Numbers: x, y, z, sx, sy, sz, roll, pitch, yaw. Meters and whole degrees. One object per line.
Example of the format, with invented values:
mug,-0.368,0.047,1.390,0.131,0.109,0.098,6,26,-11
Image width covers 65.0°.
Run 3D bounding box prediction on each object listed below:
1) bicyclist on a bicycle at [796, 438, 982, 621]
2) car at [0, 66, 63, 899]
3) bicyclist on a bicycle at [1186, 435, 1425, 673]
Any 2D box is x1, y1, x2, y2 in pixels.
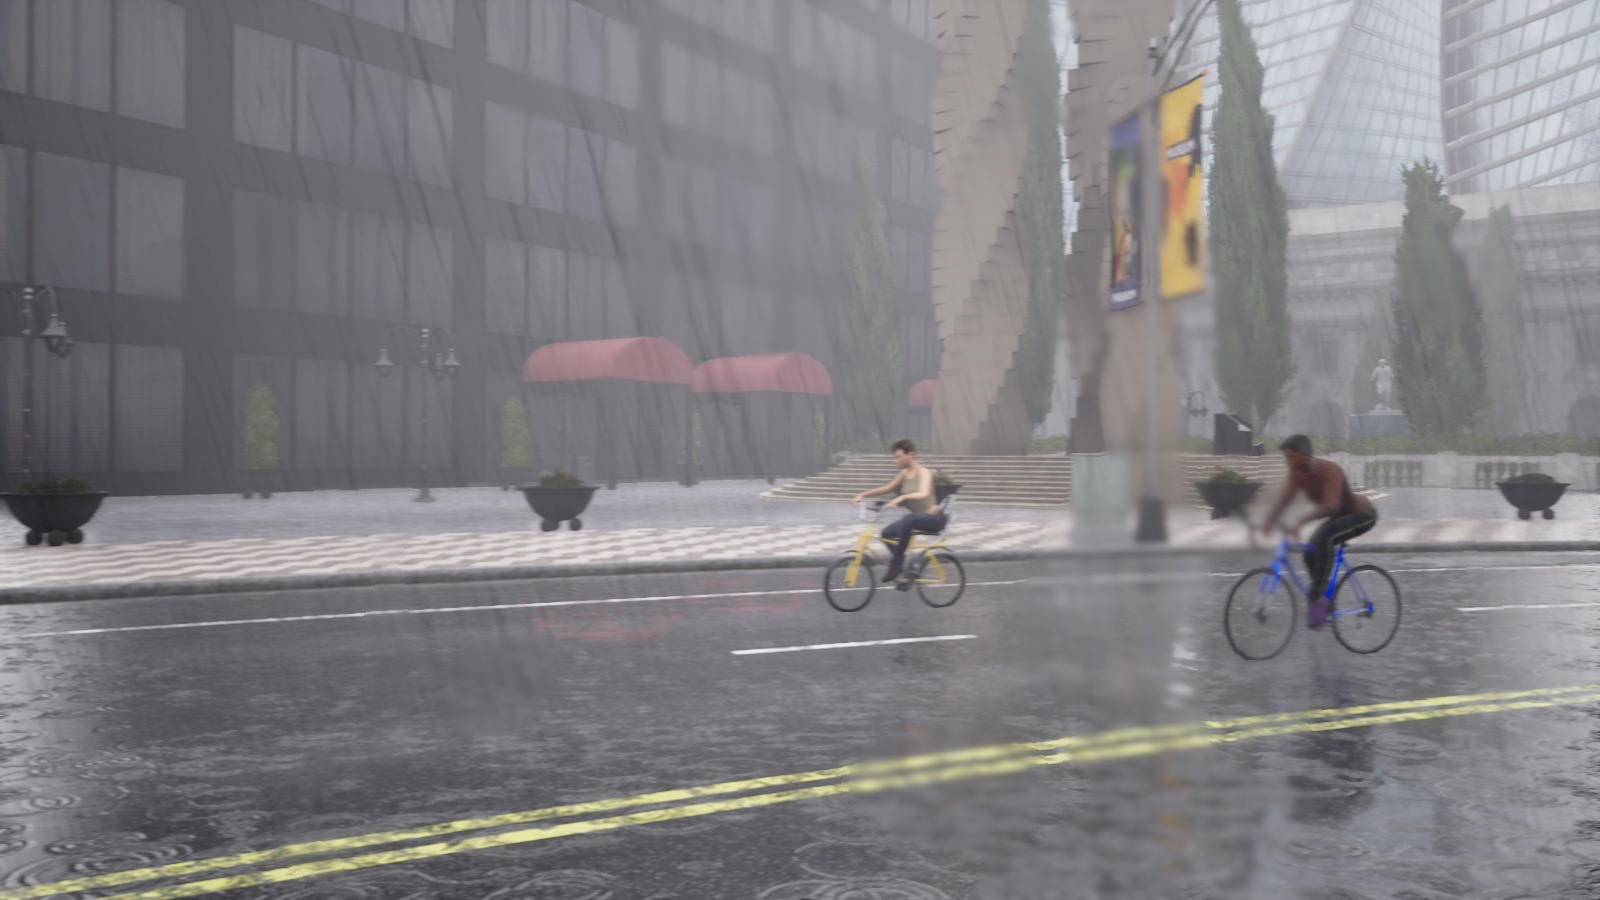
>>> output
bicyclist on a bicycle,0.822,0.696,11.735,1.509,1.612,0.866,0,0,-23
car,-3.935,0.470,0.954,5.566,2.045,2.150,0,0,-39
bicyclist on a bicycle,3.673,0.704,9.113,1.656,1.620,0.582,0,0,-21
